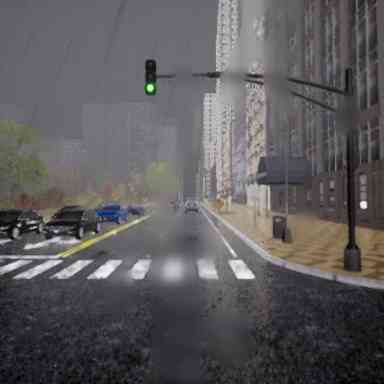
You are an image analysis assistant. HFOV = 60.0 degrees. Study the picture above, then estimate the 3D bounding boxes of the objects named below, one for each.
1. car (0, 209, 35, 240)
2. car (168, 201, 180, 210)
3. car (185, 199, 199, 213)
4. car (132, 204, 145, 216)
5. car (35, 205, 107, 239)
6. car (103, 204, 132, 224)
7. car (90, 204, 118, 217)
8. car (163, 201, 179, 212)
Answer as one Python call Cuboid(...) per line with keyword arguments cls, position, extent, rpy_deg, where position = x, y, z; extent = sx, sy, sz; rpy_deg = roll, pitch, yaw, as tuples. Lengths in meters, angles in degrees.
Cuboid(cls="car", position=(-9.848, 1.715, 18.403), extent=(1.837, 1.490, 4.892), rpy_deg=(0, -1, 0))
Cuboid(cls="car", position=(-3.201, 2.311, 58.740), extent=(1.812, 1.442, 4.674), rpy_deg=(0, -1, 0))
Cuboid(cls="car", position=(-0.005, 2.149, 47.074), extent=(2.033, 1.411, 5.357), rpy_deg=(0, -1, 0))
Cuboid(cls="car", position=(-6.595, 2.068, 38.002), extent=(1.895, 1.301, 4.718), rpy_deg=(0, -1, 0))
Cuboid(cls="car", position=(-6.568, 1.720, 18.755), extent=(1.837, 1.490, 4.892), rpy_deg=(0, -1, 2))
Cuboid(cls="car", position=(-6.600, 1.806, 27.828), extent=(1.882, 1.535, 5.008), rpy_deg=(0, -1, 0))
Cuboid(cls="car", position=(-9.846, 2.061, 37.513), extent=(1.895, 1.301, 4.718), rpy_deg=(0, -1, 0))
Cuboid(cls="car", position=(-3.156, 2.114, 48.481), extent=(2.128, 1.511, 4.902), rpy_deg=(0, -1, 0))
